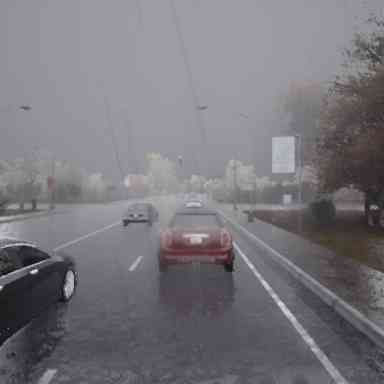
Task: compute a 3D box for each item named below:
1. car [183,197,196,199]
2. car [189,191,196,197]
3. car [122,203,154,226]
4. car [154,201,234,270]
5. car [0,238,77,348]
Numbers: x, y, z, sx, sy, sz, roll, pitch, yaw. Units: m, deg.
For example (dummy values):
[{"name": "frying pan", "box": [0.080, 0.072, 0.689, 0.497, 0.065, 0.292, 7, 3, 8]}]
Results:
[{"name": "car", "box": [0.140, 1.434, 27.164, 1.812, 1.442, 4.674, 0, 0, 0]}, {"name": "car", "box": [0.144, 1.194, 95.210, 1.812, 1.442, 4.674, 0, 0, 0]}, {"name": "car", "box": [-3.368, 1.471, 22.468, 2.033, 1.411, 5.357, 0, 0, 0]}, {"name": "car", "box": [0.116, 1.313, 10.998, 2.097, 1.767, 4.553, 0, 0, 0]}, {"name": "car", "box": [-3.393, 1.487, 5.272, 1.837, 1.490, 4.892, 0, 0, 0]}]
